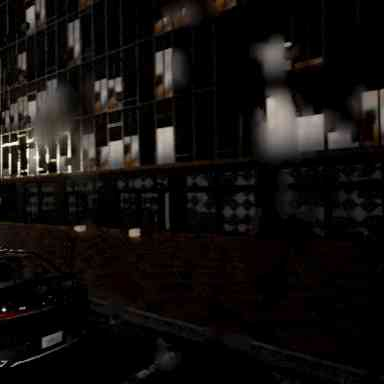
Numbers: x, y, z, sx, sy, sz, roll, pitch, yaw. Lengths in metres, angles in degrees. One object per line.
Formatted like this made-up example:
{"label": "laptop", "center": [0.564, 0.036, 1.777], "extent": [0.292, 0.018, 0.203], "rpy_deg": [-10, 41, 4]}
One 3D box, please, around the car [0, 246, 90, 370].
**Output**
{"label": "car", "center": [-3.488, 1.539, 5.221], "extent": [4.403, 1.369, 2.008], "rpy_deg": [0, -1, 34]}
